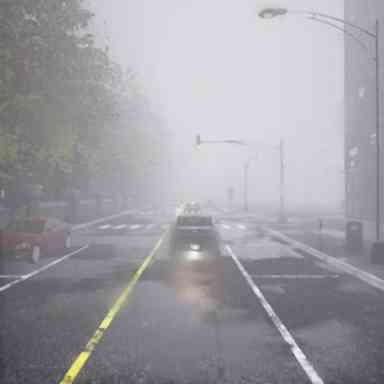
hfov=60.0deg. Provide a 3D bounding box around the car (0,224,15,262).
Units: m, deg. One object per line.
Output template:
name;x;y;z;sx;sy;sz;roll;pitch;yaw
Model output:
car;-5.766;1.590;6.591;2.008;1.369;4.403;0;0;0

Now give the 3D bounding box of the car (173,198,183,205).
car;-3.004;1.991;72.209;2.128;1.511;4.902;0;0;0

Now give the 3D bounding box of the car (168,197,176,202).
car;-5.692;2.180;95.106;1.887;1.381;4.507;0;0;0

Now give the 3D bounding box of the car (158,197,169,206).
car;-5.690;1.868;66.947;1.967;1.590;4.097;0;0;0

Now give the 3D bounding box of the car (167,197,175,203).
car;-5.691;2.033;89.475;1.967;1.590;4.097;0;0;0

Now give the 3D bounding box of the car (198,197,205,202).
car;2.688;2.187;95.107;2.008;1.369;4.403;0;0;0

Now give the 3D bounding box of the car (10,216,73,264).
car;-5.817;1.616;12.131;1.887;1.381;4.507;0;0;0

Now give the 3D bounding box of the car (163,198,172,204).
car;-5.691;2.033;78.041;1.752;1.417;4.829;0;0;0

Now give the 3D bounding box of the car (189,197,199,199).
car;-0.003;2.030;76.918;2.033;1.411;5.357;0;0;0

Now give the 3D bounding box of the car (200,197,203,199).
car;2.690;1.917;55.681;1.947;1.339;4.313;0;0;0

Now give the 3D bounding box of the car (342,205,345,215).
car;14.673;1.441;27.460;4.313;1.339;1.947;-1;0;0

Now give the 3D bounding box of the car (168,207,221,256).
car;0.100;1.585;13.414;1.837;1.490;4.892;0;0;0

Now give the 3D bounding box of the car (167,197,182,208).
car;-3.058;1.835;56.724;1.882;1.535;5.008;0;0;0

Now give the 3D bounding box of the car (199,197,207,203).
car;2.689;1.991;83.844;1.967;1.590;4.097;0;0;0

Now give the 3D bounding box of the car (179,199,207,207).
car;0.100;1.748;32.817;2.033;1.411;5.357;0;0;0

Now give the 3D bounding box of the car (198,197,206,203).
car;2.689;2.033;89.475;1.967;1.590;4.097;0;0;0

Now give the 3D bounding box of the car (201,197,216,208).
car;2.690;1.879;50.049;1.947;1.339;4.313;0;0;0

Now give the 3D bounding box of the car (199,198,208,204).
car;2.689;2.054;78.211;1.887;1.381;4.507;0;0;0

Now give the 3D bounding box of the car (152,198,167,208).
car;-5.691;1.932;55.681;1.802;1.307;4.206;0;0;0

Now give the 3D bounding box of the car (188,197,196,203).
car;-0.003;1.992;87.335;2.033;1.411;5.357;0;0;0
